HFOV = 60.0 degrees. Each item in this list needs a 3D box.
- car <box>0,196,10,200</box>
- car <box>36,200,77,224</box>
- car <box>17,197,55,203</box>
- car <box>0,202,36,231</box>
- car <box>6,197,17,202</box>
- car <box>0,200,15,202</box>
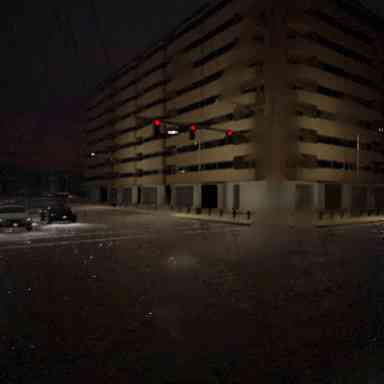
[{"bbox_3d":[-29.687,1.458,53.067,2.097,1.767,4.553,0,0,-35],"label":"car"},{"bbox_3d":[-10.149,1.594,25.176,1.994,1.385,4.181,0,0,-35],"label":"car"},{"bbox_3d":[-15.245,1.530,32.410,2.128,1.511,4.902,0,0,-35],"label":"car"},{"bbox_3d":[-11.042,1.540,20.357,1.812,1.442,4.674,0,0,-33],"label":"car"},{"bbox_3d":[-20.950,1.613,40.521,1.994,1.385,4.181,0,0,-35],"label":"car"},{"bbox_3d":[-16.258,1.624,27.766,1.895,1.301,4.718,0,0,-35],"label":"car"}]
